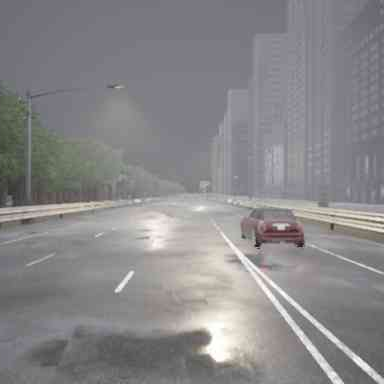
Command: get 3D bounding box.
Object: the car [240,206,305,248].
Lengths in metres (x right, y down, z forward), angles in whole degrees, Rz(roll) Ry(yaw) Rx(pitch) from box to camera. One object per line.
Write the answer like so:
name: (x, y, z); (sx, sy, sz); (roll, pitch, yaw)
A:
car: (3.606, 1.501, 15.713); (2.097, 1.767, 4.553); (0, 0, -1)
